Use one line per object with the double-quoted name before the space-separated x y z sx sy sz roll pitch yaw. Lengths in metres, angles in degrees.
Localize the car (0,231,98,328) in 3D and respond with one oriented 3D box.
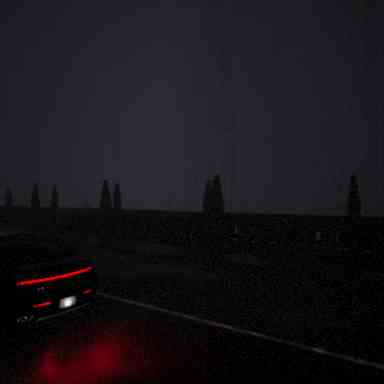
"car" -3.998 1.569 6.846 4.892 1.490 1.837 -1 0 36
